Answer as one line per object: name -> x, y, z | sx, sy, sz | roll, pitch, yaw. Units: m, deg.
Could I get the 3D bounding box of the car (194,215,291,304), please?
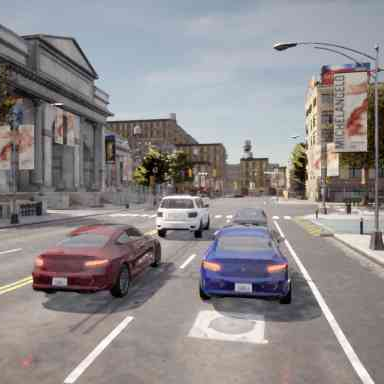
car -> 1.307, 1.526, 8.152 | 1.812, 1.442, 4.674 | 0, 0, 10

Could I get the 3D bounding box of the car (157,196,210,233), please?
car -> -0.344, 1.221, 18.070 | 2.150, 2.045, 5.566 | 0, 0, 9

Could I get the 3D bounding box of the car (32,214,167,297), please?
car -> -2.133, 1.526, 8.548 | 1.812, 1.442, 4.674 | 0, 0, 9

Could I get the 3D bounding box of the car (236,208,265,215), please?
car -> 3.078, 1.548, 17.516 | 2.033, 1.411, 5.357 | 0, 0, 11
